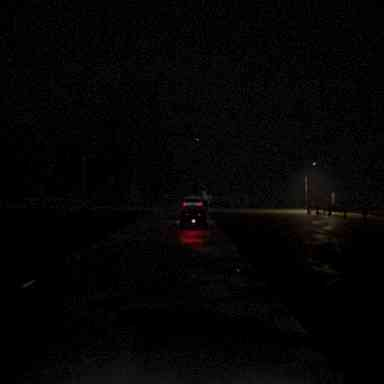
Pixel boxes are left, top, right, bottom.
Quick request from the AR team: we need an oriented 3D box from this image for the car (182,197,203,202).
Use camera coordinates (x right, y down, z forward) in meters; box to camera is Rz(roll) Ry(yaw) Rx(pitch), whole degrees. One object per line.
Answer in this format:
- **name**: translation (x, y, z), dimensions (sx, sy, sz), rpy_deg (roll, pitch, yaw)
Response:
- **car**: translation (0.047, 1.525, 36.586), dimensions (2.150, 2.045, 5.566), rpy_deg (0, 0, -1)

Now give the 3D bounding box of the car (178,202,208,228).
- **car**: translation (0.104, 1.707, 24.004), dimensions (1.837, 1.490, 4.892), rpy_deg (0, -2, 0)
